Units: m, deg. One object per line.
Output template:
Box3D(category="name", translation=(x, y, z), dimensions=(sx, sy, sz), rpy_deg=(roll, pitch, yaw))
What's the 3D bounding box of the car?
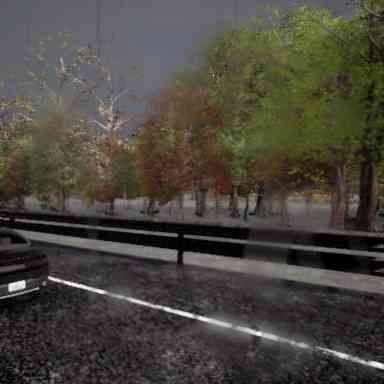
Box3D(category="car", translation=(-5.227, 1.519, 7.577), dimensions=(4.892, 1.490, 1.837), rpy_deg=(-1, 0, 35))
